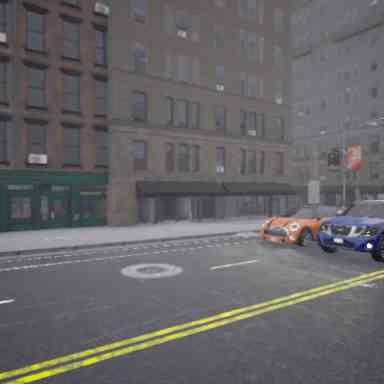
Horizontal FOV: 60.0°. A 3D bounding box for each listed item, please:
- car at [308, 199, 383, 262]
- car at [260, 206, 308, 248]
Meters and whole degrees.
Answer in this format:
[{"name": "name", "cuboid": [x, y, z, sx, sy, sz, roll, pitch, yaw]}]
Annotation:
[{"name": "car", "cuboid": [7.173, 1.303, 12.786, 5.566, 2.045, 2.150, 1, 0, -35]}, {"name": "car", "cuboid": [5.293, 1.431, 15.431, 4.553, 1.767, 2.097, 0, 0, -35]}]
